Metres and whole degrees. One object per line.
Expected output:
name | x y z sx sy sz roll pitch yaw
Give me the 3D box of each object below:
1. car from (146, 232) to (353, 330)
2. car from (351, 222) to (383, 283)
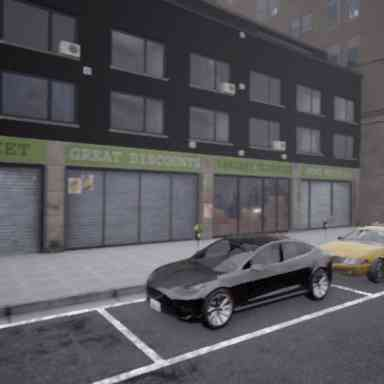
car | 1.175 1.594 6.948 4.313 1.339 1.947 1 0 -34
car | 5.496 1.610 9.916 4.829 1.417 1.752 1 0 -34
